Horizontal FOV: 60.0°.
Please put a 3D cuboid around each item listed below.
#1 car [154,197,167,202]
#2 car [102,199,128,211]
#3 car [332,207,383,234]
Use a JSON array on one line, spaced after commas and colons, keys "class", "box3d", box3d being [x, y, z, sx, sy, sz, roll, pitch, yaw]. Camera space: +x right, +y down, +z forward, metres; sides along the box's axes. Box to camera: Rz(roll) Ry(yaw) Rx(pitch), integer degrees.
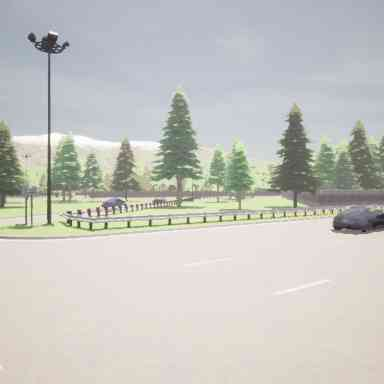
[{"class": "car", "box3d": [-6.132, 1.601, 64.947, 1.895, 1.301, 4.718, 0, 0, 6]}, {"class": "car", "box3d": [-9.334, 1.526, 40.605, 1.812, 1.442, 4.674, 0, 0, 12]}, {"class": "car", "box3d": [10.106, 1.564, 19.524, 4.181, 1.385, 1.994, 0, 0, -35]}]
